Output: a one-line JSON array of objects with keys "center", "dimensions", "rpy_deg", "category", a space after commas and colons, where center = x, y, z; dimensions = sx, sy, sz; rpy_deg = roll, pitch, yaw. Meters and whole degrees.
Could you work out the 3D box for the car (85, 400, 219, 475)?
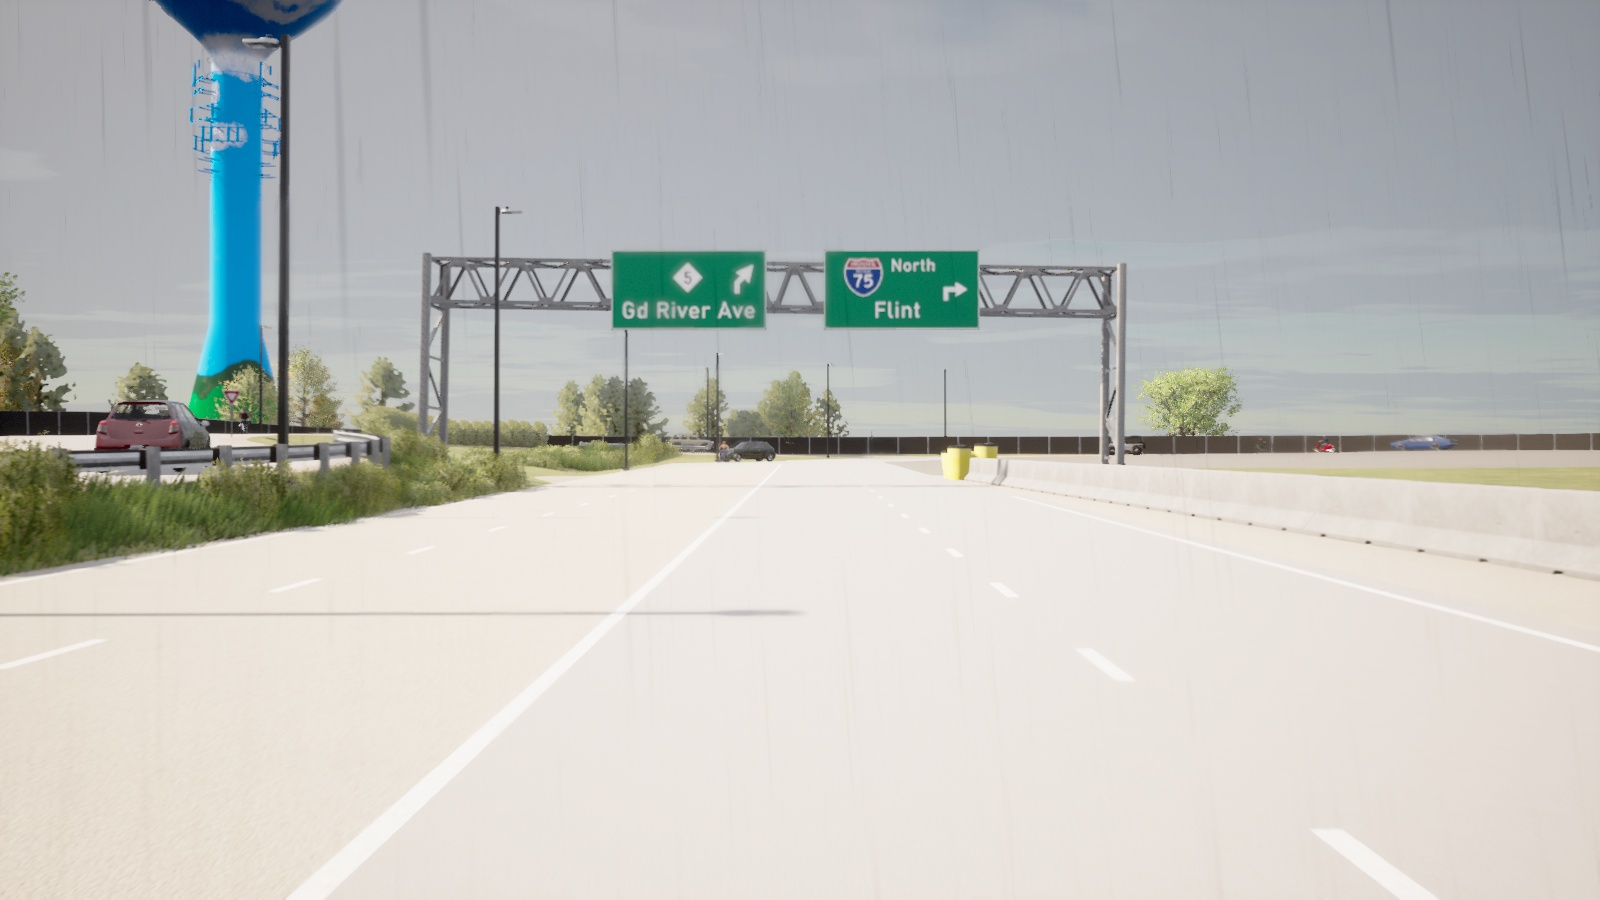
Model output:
[{"center": [-13.835, -0.315, 27.018], "dimensions": [1.845, 1.501, 3.633], "rpy_deg": [0, 2, -16], "category": "car"}]
